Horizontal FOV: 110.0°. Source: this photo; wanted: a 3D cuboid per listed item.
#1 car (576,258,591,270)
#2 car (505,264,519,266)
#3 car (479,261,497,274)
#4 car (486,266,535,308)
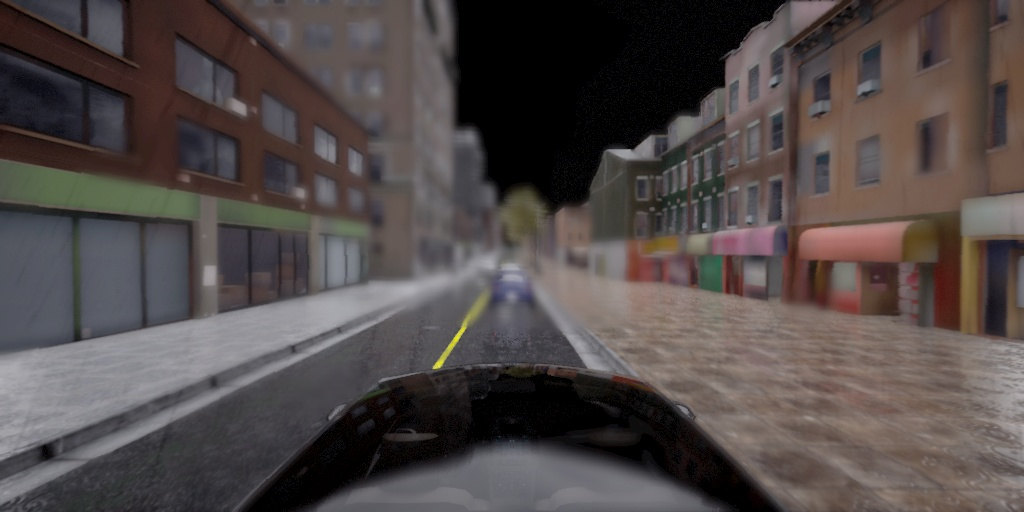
[{"bbox_3d":[12.692,1.244,56.570,5.009,1.841,2.192,0,0,0],"label":"car"},{"bbox_3d":[0.017,1.434,30.738,1.812,1.442,4.674,0,0,0],"label":"car"},{"bbox_3d":[-2.778,1.394,43.956,1.812,1.442,4.674,0,0,0],"label":"car"},{"bbox_3d":[0.020,1.368,15.747,1.812,1.442,4.674,0,0,0],"label":"car"}]
